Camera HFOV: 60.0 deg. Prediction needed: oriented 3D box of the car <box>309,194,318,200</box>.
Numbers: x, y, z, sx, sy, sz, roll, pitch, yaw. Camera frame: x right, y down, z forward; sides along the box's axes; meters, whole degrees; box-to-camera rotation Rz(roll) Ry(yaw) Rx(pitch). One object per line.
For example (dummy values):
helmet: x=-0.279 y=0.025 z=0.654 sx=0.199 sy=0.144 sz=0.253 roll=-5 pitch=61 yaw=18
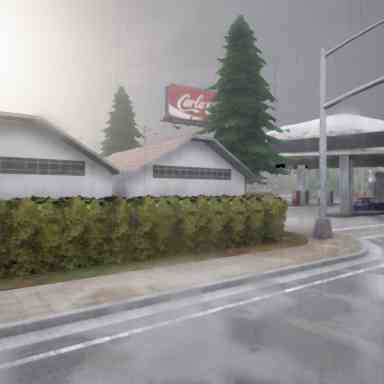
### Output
car: x=32.077 y=1.360 z=89.017 sx=2.152 sy=1.636 sz=5.027 roll=0 pitch=0 yaw=-36

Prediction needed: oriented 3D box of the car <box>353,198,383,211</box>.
car: x=21.050 y=1.495 z=39.515 sx=4.611 sy=1.667 sz=2.242 roll=0 pitch=0 yaw=-36
